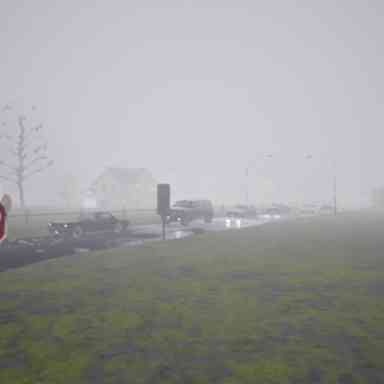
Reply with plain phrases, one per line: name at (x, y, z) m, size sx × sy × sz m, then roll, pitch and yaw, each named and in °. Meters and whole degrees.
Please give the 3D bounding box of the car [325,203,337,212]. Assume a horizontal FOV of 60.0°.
car at (22.487, 2.465, 54.881) m, size 1.994 × 1.385 × 4.181 m, roll 0°, pitch -1°, yaw 35°

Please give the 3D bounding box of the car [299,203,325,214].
car at (16.660, 2.373, 46.633) m, size 1.895 × 1.301 × 4.718 m, roll 0°, pitch -1°, yaw 35°

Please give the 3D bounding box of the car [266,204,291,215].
car at (11.605, 2.299, 44.496) m, size 1.895 × 1.301 × 4.718 m, roll 0°, pitch -1°, yaw 36°

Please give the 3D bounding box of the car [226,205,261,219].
car at (5.673, 2.111, 36.157) m, size 2.033 × 1.411 × 5.357 m, roll 0°, pitch -1°, yaw 35°

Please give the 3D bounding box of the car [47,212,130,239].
car at (-5.992, 1.889, 19.641) m, size 1.895 × 1.301 × 4.718 m, roll 0°, pitch -1°, yaw 35°

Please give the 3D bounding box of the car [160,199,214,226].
car at (-0.241, 1.647, 27.785) m, size 2.150 × 2.045 × 5.566 m, roll 0°, pitch -1°, yaw 35°
